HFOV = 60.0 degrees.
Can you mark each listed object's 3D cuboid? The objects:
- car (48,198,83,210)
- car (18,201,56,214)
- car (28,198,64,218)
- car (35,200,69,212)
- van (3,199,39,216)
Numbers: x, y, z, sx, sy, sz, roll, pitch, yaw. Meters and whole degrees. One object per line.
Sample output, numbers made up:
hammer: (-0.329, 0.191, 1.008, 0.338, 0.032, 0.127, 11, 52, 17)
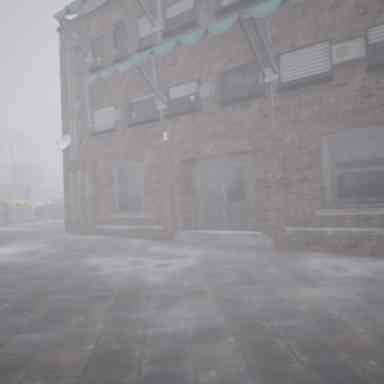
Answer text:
car: (-20.141, 1.950, 52.909, 4.892, 1.521, 2.231, -3, 2, 23)
car: (-22.315, 2.235, 47.909, 4.892, 1.521, 2.231, -3, 2, 23)
car: (-14.285, 1.699, 35.543, 5.566, 2.045, 2.435, -3, 1, 23)
car: (-21.203, 2.128, 50.466, 4.674, 1.452, 2.002, -3, 2, 24)
van: (-23.324, 2.142, 45.292, 4.442, 1.987, 1.878, -3, 1, 23)
